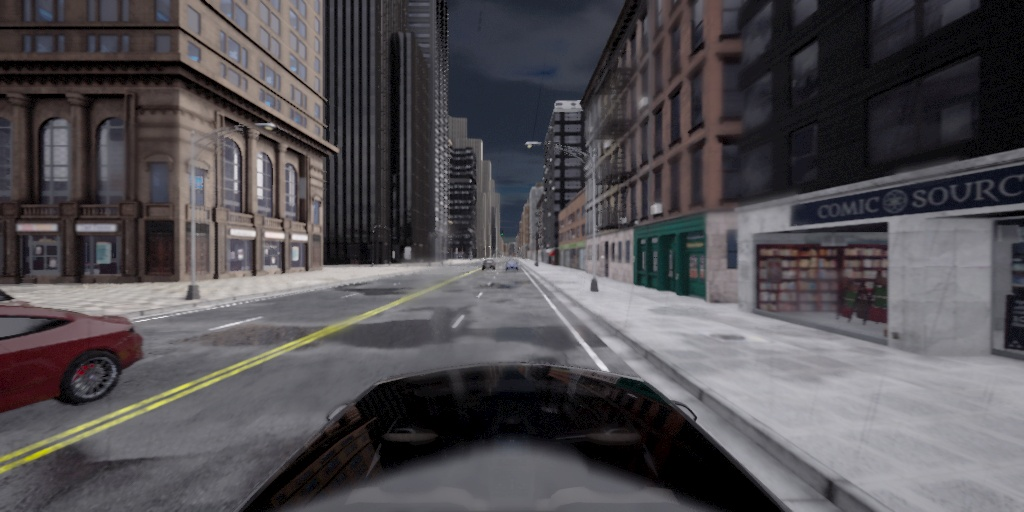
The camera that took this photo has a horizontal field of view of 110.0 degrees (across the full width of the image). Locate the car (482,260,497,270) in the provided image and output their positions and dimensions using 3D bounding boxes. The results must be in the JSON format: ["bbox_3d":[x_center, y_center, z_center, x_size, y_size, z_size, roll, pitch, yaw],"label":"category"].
[{"bbox_3d":[-3.235,1.223,50.505,1.812,1.442,4.674,0,0,0],"label":"car"}]

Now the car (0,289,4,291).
[{"bbox_3d":[-9.830,1.099,4.726,2.097,1.767,4.553,0,0,0],"label":"car"}]

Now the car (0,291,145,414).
[{"bbox_3d":[-6.585,1.274,3.601,1.812,1.442,4.674,0,0,0],"label":"car"}]

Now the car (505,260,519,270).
[{"bbox_3d":[0.009,1.246,49.834,2.033,1.411,5.357,0,0,0],"label":"car"}]
